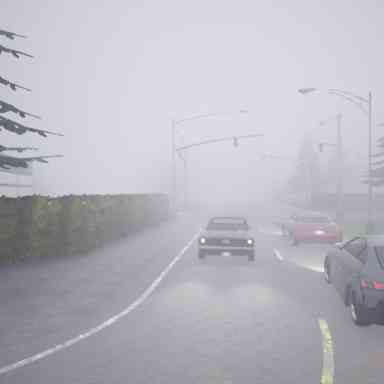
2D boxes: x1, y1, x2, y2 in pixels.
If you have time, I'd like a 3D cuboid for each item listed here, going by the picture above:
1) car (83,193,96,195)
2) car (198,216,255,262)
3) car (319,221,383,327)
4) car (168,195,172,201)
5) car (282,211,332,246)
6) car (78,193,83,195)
[{"bbox_3d":[-23.116,1.094,78.259,1.932,1.855,4.605,0,0,8],"label":"car"},{"bbox_3d":[1.331,1.600,12.400,1.895,1.301,4.718,0,0,8],"label":"car"},{"bbox_3d":[3.996,1.563,6.790,1.994,1.385,4.181,0,0,14],"label":"car"},{"bbox_3d":[-4.720,1.370,75.625,1.845,1.501,3.633,0,0,8],"label":"car"},{"bbox_3d":[5.299,1.563,15.098,1.994,1.385,4.181,0,0,8],"label":"car"},{"bbox_3d":[-26.051,1.074,78.241,1.905,1.878,3.866,0,0,8],"label":"car"}]
